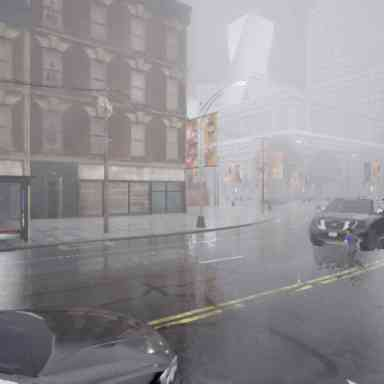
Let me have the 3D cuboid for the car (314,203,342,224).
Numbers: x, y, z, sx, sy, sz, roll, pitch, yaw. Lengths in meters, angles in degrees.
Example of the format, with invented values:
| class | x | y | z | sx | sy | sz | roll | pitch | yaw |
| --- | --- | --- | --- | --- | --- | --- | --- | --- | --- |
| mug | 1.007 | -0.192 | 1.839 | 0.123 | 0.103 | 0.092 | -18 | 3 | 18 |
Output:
| class | x | y | z | sx | sy | sz | roll | pitch | yaw |
| --- | --- | --- | --- | --- | --- | --- | --- | --- | --- |
| car | 10.651 | 1.601 | 26.132 | 1.895 | 1.301 | 4.718 | 0 | 0 | 22 |

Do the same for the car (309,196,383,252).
| class | x | y | z | sx | sy | sz | roll | pitch | yaw |
| --- | --- | --- | --- | --- | --- | --- | --- | --- | --- |
| car | 7.096 | 1.221 | 14.380 | 2.150 | 2.045 | 5.566 | 0 | 0 | 43 |

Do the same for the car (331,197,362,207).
| class | x | y | z | sx | sy | sz | roll | pitch | yaw |
| --- | --- | --- | --- | --- | --- | --- | --- | --- | --- |
| car | 24.764 | 1.520 | 53.540 | 2.002 | 1.452 | 4.674 | 0 | 0 | -16 |

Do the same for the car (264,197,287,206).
| class | x | y | z | sx | sy | sz | roll | pitch | yaw |
| --- | --- | --- | --- | --- | --- | --- | --- | --- | --- |
| car | 13.660 | 1.564 | 54.401 | 1.994 | 1.385 | 4.181 | 0 | 0 | -21 |

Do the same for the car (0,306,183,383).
| class | x | y | z | sx | sy | sz | roll | pitch | yaw |
| --- | --- | --- | --- | --- | --- | --- | --- | --- | --- |
| car | -2.299 | 1.491 | 2.098 | 4.902 | 1.511 | 2.128 | 0 | 0 | -36 |

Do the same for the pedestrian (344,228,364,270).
| class | x | y | z | sx | sy | sz | roll | pitch | yaw |
| --- | --- | --- | --- | --- | --- | --- | --- | --- | --- |
| pedestrian | 4.708 | 1.574 | 9.789 | 0.375 | 1.300 | 0.375 | 0 | 0 | -39 |

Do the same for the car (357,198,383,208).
| class | x | y | z | sx | sy | sz | roll | pitch | yaw |
| --- | --- | --- | --- | --- | --- | --- | --- | --- | --- |
| car | 26.110 | 1.595 | 47.970 | 1.895 | 1.301 | 4.718 | 0 | 0 | -6 |
